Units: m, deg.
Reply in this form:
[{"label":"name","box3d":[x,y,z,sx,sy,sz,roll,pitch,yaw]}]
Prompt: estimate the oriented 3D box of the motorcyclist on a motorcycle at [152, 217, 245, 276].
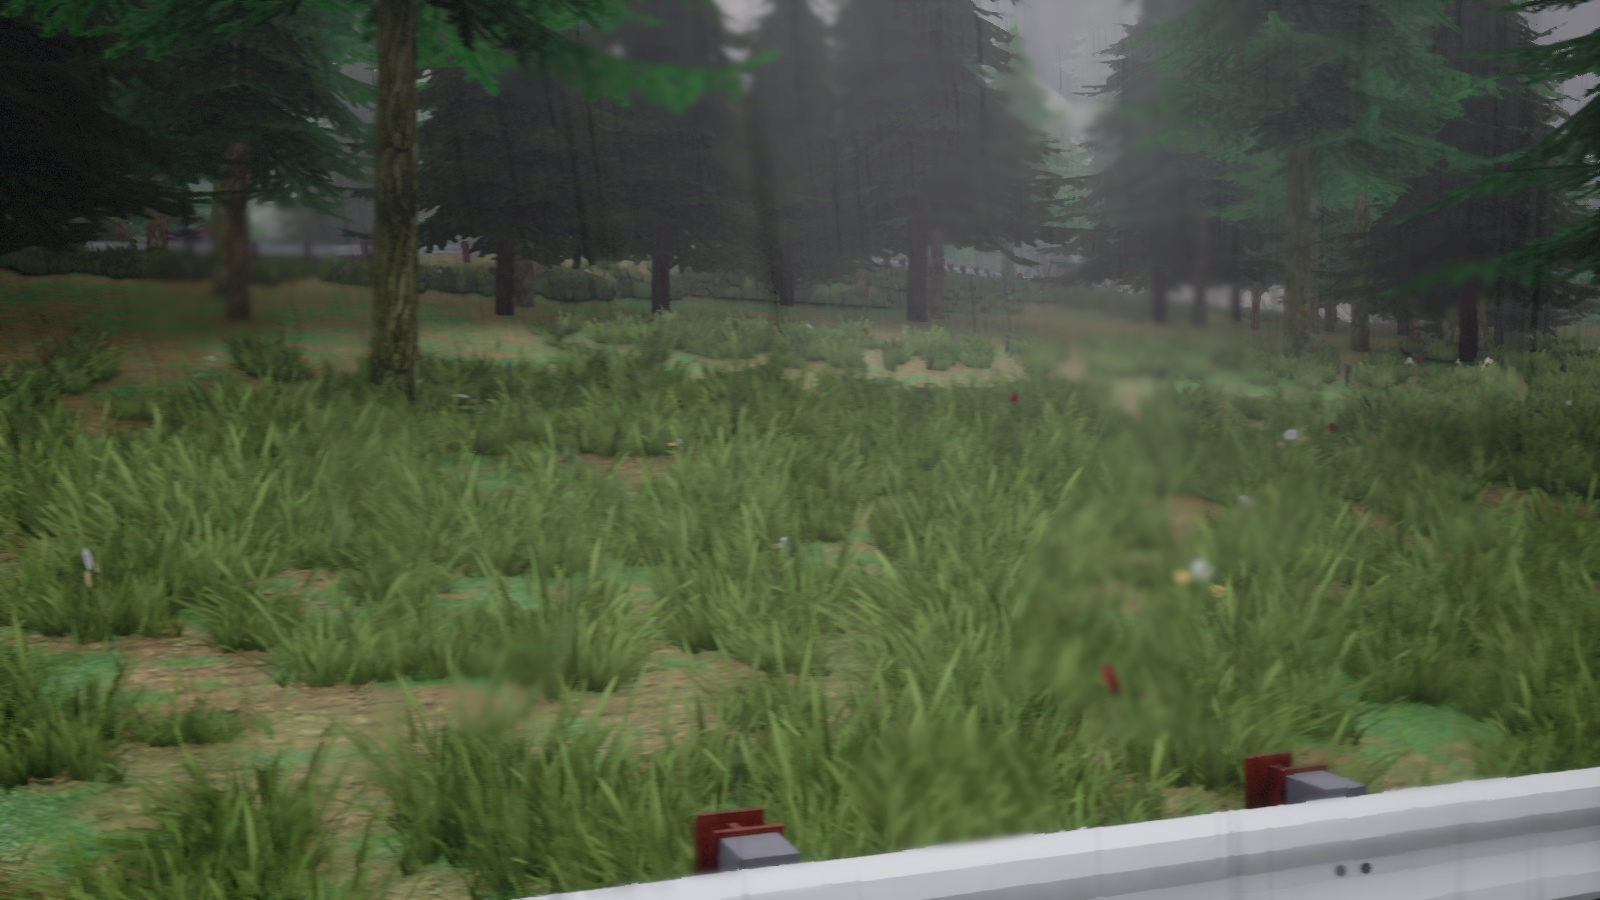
[{"label":"motorcyclist on a motorcycle","box3d":[-18.211,-6.162,38.051,2.350,1.649,0.766,-6,3,-29]}]
